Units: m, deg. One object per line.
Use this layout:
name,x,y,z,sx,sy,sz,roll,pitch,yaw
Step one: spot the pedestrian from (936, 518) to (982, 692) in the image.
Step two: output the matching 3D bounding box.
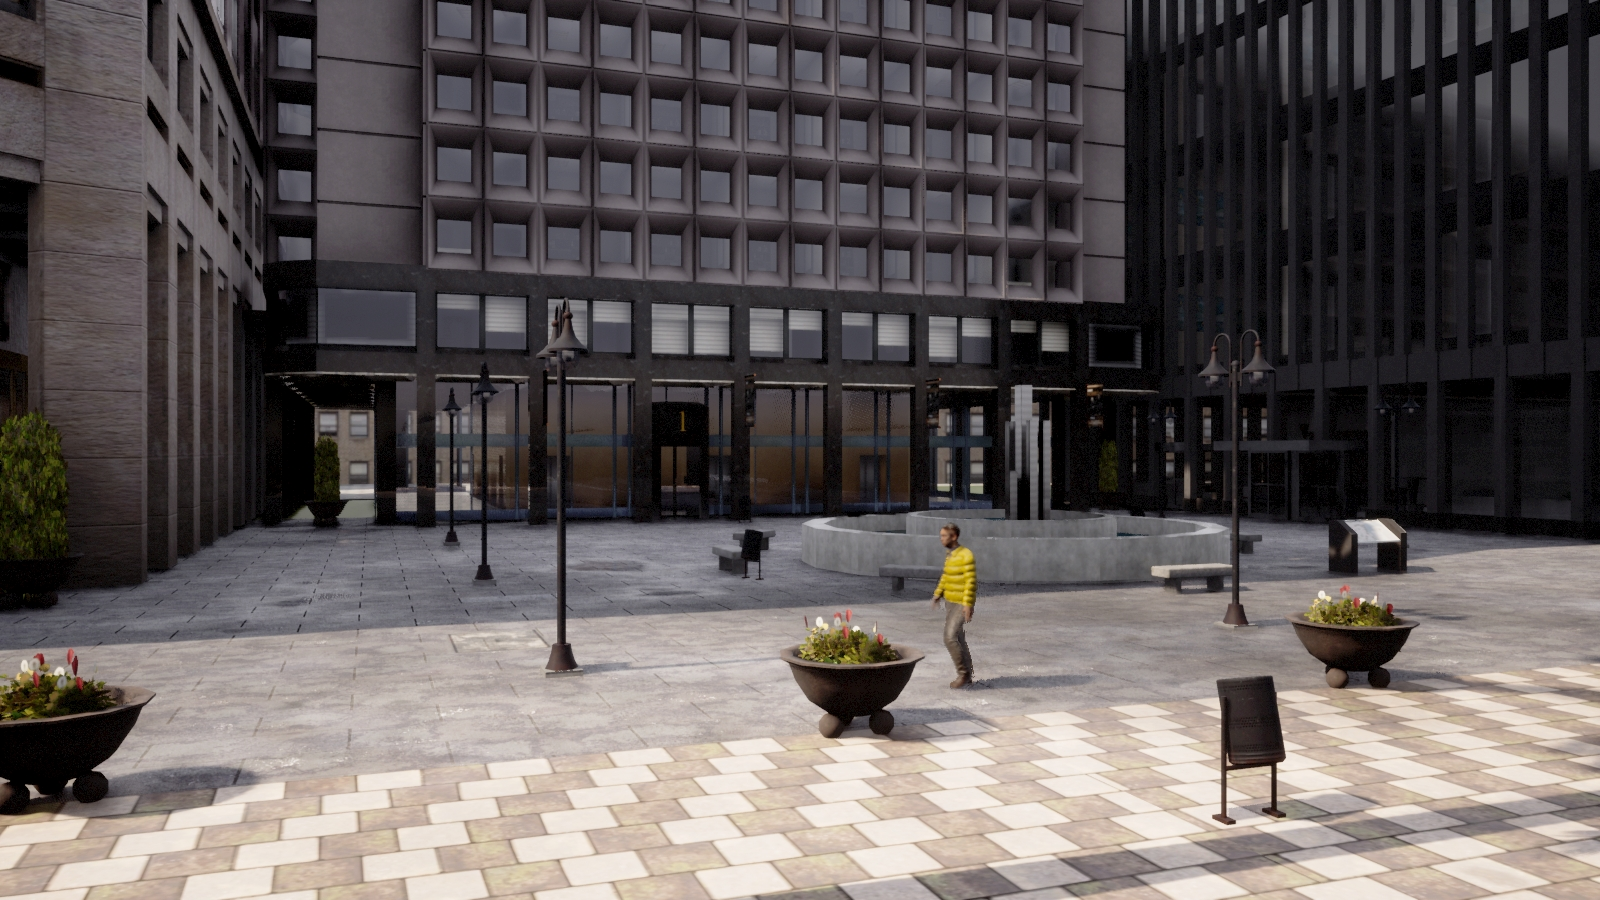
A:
pedestrian,1.763,1.702,12.657,0.375,1.860,0.375,0,0,-20
